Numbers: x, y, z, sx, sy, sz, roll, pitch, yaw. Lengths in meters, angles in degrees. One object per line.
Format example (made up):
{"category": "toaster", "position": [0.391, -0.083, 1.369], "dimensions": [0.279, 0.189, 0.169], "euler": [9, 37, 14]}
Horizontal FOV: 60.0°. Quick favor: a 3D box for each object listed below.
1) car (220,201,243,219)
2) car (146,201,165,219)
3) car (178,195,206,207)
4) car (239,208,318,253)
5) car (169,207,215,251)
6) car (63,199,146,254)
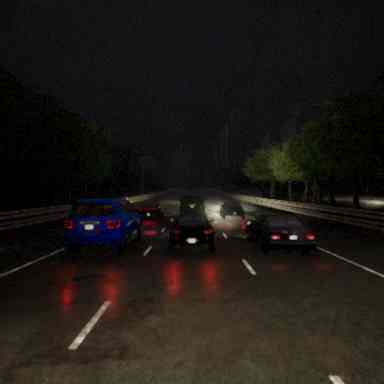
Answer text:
{"category": "car", "position": [3.505, 1.547, 29.354], "dimensions": [1.812, 1.442, 4.674], "euler": [0, 1, 0]}
{"category": "car", "position": [-3.496, 1.530, 29.282], "dimensions": [1.837, 1.490, 4.892], "euler": [0, 1, 0]}
{"category": "car", "position": [0.001, 1.241, 28.979], "dimensions": [2.150, 2.045, 5.566], "euler": [0, 1, 0]}
{"category": "car", "position": [3.501, 1.617, 13.976], "dimensions": [2.033, 1.411, 5.357], "euler": [0, 0, 0]}
{"category": "car", "position": [0.005, 1.596, 14.386], "dimensions": [1.812, 1.442, 4.674], "euler": [0, 0, 0]}
{"category": "car", "position": [-3.499, 1.286, 14.003], "dimensions": [2.150, 2.045, 5.566], "euler": [0, 0, 0]}
